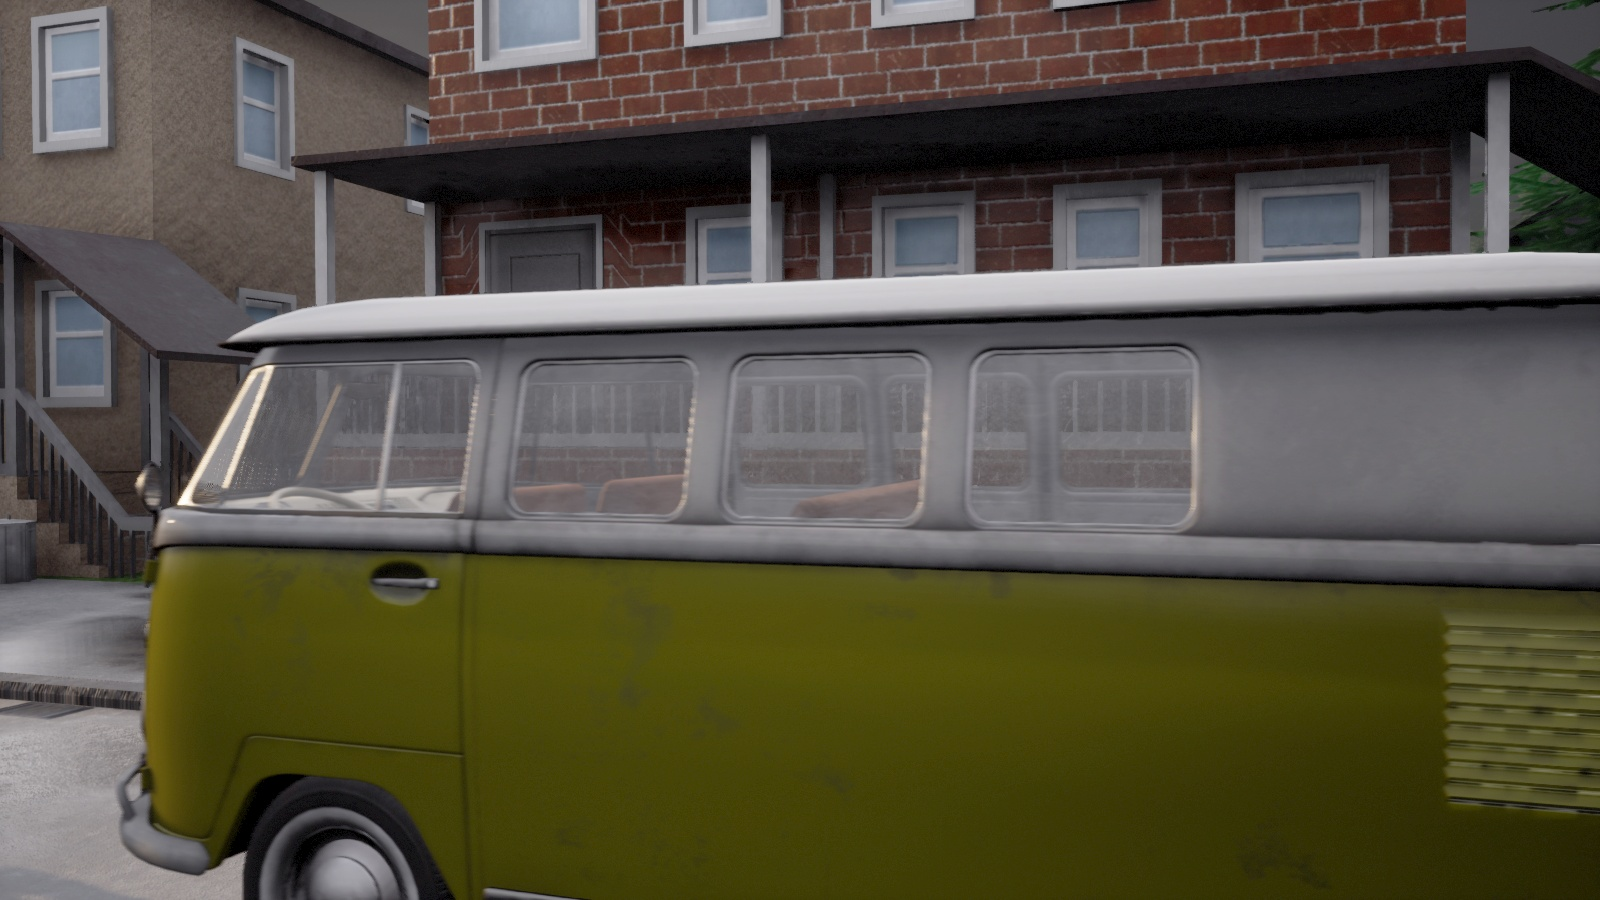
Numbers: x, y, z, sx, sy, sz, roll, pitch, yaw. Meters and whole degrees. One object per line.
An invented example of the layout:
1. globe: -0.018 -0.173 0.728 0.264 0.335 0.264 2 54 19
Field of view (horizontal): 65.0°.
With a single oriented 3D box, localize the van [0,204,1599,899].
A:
1. van: 0.143 0.521 3.667 4.442 1.987 1.775 1 1 19
